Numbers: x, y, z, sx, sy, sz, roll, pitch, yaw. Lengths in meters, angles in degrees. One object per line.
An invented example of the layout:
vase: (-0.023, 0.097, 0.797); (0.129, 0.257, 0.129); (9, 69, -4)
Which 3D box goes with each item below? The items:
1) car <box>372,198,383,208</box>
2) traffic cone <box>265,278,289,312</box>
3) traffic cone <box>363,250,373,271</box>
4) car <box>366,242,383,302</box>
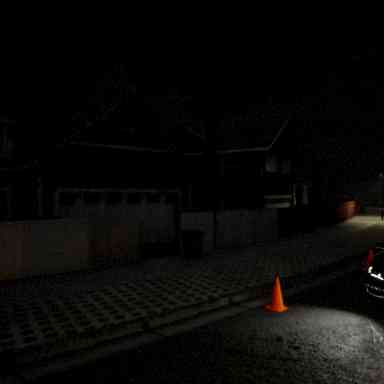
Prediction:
car: (29.046, 1.724, 50.738); (1.812, 1.442, 4.674); (0, 0, 10)
traffic cone: (1.660, 1.978, 6.493); (0.340, 0.580, 0.340); (0, 0, -41)
traffic cone: (5.242, 1.996, 9.757); (0.340, 0.580, 0.340); (0, 0, -44)
car: (5.568, 1.540, 7.502); (4.892, 1.490, 1.837); (0, 0, -44)
